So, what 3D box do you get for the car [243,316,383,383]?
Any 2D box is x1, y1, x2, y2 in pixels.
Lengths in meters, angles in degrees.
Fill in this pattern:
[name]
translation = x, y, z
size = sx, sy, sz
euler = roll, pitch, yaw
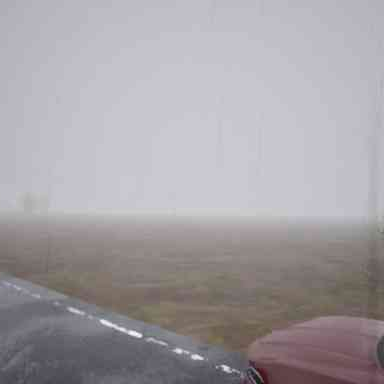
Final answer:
[car]
translation = 2.740, 1.642, 2.316
size = 5.008, 1.535, 1.882
euler = -1, -3, 38
